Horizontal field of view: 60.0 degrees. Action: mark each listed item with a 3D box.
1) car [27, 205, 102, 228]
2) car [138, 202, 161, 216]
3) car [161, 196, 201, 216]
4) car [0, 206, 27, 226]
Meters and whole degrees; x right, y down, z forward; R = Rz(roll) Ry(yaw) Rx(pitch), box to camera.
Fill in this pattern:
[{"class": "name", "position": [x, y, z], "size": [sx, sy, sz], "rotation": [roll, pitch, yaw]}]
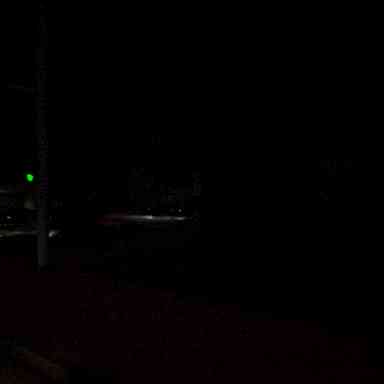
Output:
[{"class": "car", "position": [-9.013, 1.731, 24.564], "size": [1.882, 1.535, 5.008], "rotation": [-1, 0, 36]}, {"class": "car", "position": [-4.024, 1.818, 37.450], "size": [1.812, 1.442, 4.674], "rotation": [-1, 0, 36]}, {"class": "car", "position": [-0.480, 1.471, 36.410], "size": [2.150, 2.045, 5.566], "rotation": [-1, 0, 36]}, {"class": "car", "position": [-13.697, 1.785, 24.049], "size": [2.128, 1.511, 4.902], "rotation": [-1, 0, 36]}]
